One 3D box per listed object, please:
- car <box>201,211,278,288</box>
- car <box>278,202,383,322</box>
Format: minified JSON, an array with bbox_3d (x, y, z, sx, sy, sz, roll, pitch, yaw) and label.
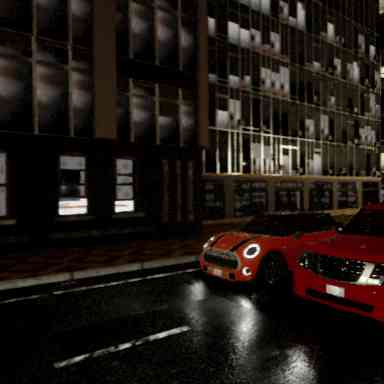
[{"bbox_3d":[2.454,1.350,9.373,4.553,1.767,2.097,0,0,-35],"label":"car"},{"bbox_3d":[4.530,1.222,6.859,5.566,2.045,2.150,0,0,-35],"label":"car"}]
